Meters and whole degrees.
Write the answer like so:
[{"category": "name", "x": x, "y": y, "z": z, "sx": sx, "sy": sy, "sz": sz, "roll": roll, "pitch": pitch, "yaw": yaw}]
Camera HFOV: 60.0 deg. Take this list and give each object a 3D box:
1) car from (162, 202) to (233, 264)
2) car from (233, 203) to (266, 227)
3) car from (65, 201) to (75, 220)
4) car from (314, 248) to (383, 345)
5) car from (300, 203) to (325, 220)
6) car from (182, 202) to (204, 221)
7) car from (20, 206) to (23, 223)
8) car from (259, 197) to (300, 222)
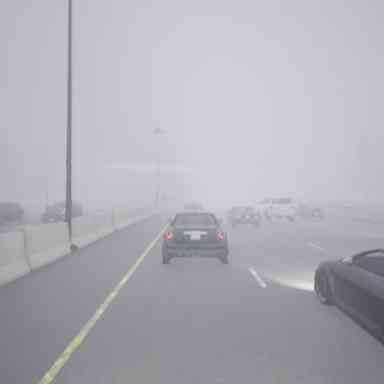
[{"category": "car", "x": 0.100, "y": 1.402, "z": 12.252, "sx": 2.097, "sy": 1.767, "sz": 4.553, "roll": 0, "pitch": 0, "yaw": 0}, {"category": "car", "x": 3.601, "y": 1.688, "z": 24.030, "sx": 2.033, "sy": 1.411, "sz": 5.357, "roll": 0, "pitch": -1, "yaw": 0}, {"category": "car", "x": -10.594, "y": 1.533, "z": 27.429, "sx": 2.097, "sy": 1.767, "sz": 4.553, "roll": 0, "pitch": -1, "yaw": 0}, {"category": "car", "x": 3.600, "y": 1.587, "z": 5.467, "sx": 1.994, "sy": 1.385, "sz": 4.181, "roll": 0, "pitch": 0, "yaw": 0}, {"category": "car", "x": 10.587, "y": 1.749, "z": 30.444, "sx": 1.812, "sy": 1.442, "sz": 4.674, "roll": 0, "pitch": -1, "yaw": 0}, {"category": "car", "x": 0.101, "y": 1.710, "z": 30.983, "sx": 1.882, "sy": 1.535, "sz": 5.008, "roll": 0, "pitch": -1, "yaw": 0}, {"category": "car", "x": -14.097, "y": 1.495, "z": 24.226, "sx": 2.097, "sy": 1.767, "sz": 4.553, "roll": 0, "pitch": -1, "yaw": 0}, {"category": "car", "x": 7.101, "y": 1.417, "z": 28.584, "sx": 2.150, "sy": 2.045, "sz": 5.566, "roll": 0, "pitch": -1, "yaw": 0}]
